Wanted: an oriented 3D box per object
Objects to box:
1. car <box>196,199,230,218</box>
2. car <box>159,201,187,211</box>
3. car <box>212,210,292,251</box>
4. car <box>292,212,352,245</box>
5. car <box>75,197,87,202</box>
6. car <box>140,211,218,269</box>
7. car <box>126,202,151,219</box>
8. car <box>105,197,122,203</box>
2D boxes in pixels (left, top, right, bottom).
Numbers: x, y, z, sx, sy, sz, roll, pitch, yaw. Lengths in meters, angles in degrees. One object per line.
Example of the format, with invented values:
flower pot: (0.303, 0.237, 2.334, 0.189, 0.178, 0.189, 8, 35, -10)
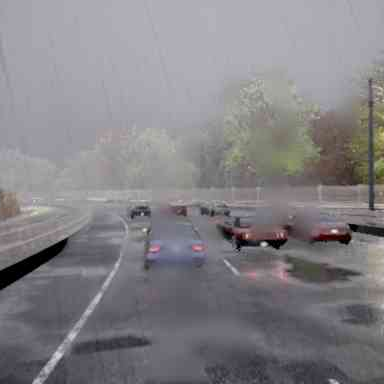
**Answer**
car: (2.068, 1.649, 31.901, 2.128, 1.511, 4.902, 0, 0, -17)
car: (-1.936, 1.660, 33.039, 1.882, 1.535, 5.008, 0, 0, -17)
car: (2.386, 1.669, 14.607, 1.895, 1.301, 4.718, 0, 0, -8)
car: (5.691, 1.626, 15.915, 1.994, 1.385, 4.181, 0, 0, -8)
car: (-26.693, 1.881, 79.786, 1.837, 1.490, 4.892, 0, 0, -44)
car: (-0.699, 1.611, 11.427, 2.033, 1.411, 5.357, 0, 0, -7)
car: (-5.002, 1.690, 31.182, 1.837, 1.490, 4.892, 0, 0, -17)
car: (-15.937, 1.730, 67.510, 1.882, 1.535, 5.008, 0, 0, -37)
